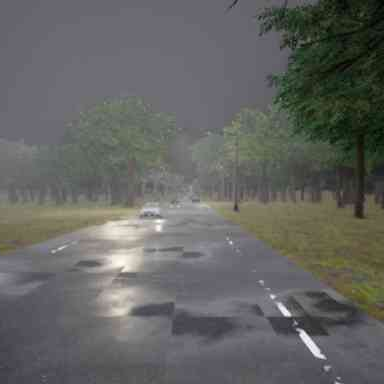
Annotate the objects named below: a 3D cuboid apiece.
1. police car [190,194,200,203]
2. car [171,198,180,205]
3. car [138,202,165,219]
[{"bbox_3d":[1.014,2.071,87.036,1.930,1.638,5.238,0,0,0],"label":"police car"},{"bbox_3d":[-3.529,1.975,71.024,1.837,1.490,4.892,0,0,0],"label":"car"},{"bbox_3d":[-3.613,1.671,30.459,1.812,1.442,4.674,0,-1,0],"label":"car"}]
